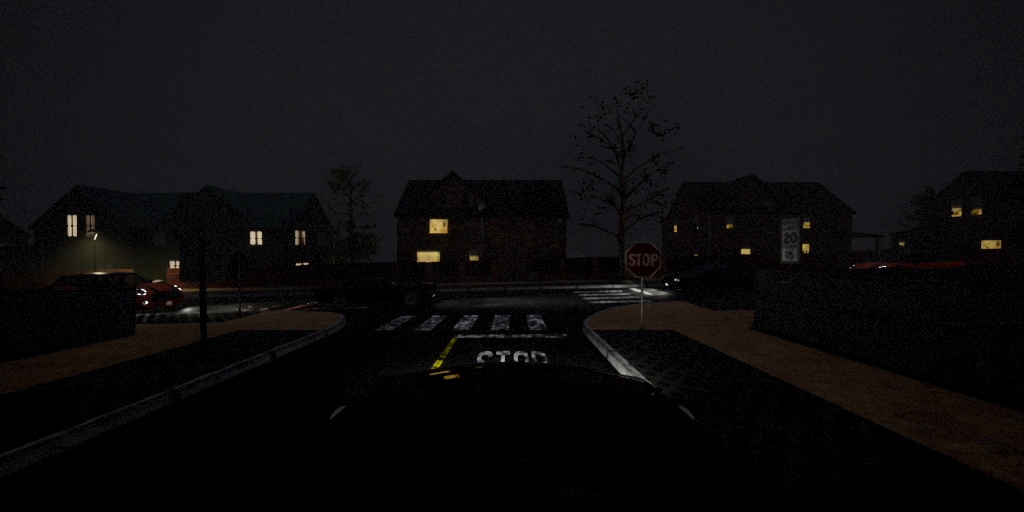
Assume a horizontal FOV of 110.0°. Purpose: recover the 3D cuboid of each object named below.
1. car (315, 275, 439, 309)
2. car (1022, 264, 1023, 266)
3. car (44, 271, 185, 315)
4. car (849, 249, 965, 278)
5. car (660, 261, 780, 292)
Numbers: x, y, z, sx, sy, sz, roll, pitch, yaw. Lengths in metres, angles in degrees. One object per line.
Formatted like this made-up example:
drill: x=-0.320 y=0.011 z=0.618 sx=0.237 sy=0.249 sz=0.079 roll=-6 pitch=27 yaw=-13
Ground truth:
car: x=-5.540 y=1.439 z=15.208 sx=4.718 sy=1.301 sz=1.895 roll=-2 pitch=0 yaw=0
car: x=28.970 y=0.500 z=18.158 sx=4.892 sy=1.490 sz=1.837 roll=-1 pitch=1 yaw=0
car: x=-16.775 y=1.469 z=15.185 sx=4.553 sy=1.767 sz=2.097 roll=-1 pitch=1 yaw=0
car: x=19.814 y=0.562 z=18.155 sx=4.553 sy=1.767 sz=2.097 roll=-1 pitch=1 yaw=0
car: x=10.445 y=0.978 z=18.124 sx=5.357 sy=1.411 sz=2.033 roll=-1 pitch=1 yaw=-1
